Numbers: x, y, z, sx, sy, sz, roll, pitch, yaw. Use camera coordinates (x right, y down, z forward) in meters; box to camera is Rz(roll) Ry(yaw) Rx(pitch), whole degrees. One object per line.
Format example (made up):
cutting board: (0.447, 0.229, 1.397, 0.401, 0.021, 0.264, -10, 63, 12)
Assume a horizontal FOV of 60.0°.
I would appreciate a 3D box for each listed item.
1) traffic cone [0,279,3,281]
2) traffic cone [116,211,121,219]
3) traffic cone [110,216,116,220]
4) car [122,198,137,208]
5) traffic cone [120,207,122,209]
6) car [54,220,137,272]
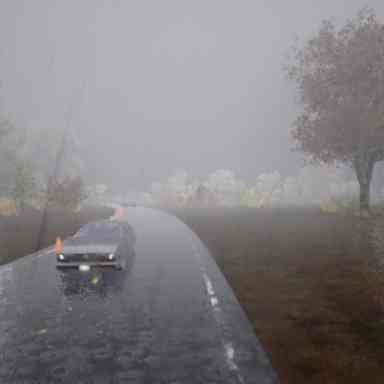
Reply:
traffic cone: (-5.289, 2.088, 8.859, 0.340, 0.580, 0.340, 0, -1, -2)
traffic cone: (-7.580, 2.429, 33.462, 0.340, 0.580, 0.340, 0, -1, -8)
traffic cone: (-6.919, 2.361, 28.562, 0.340, 0.580, 0.340, 0, -1, -7)
car: (-12.648, 2.169, 66.703, 2.150, 2.045, 5.566, 1, -1, -22)
traffic cone: (-9.205, 2.566, 43.214, 0.340, 0.580, 0.340, 0, -1, -11)
car: (-3.042, 1.716, 11.700, 2.033, 1.411, 5.357, 0, -1, -3)
